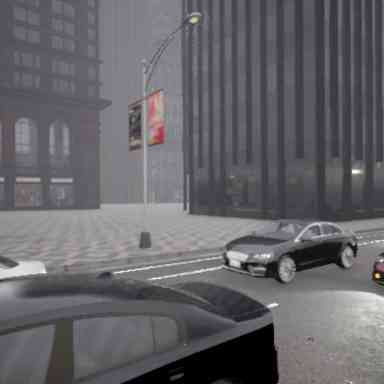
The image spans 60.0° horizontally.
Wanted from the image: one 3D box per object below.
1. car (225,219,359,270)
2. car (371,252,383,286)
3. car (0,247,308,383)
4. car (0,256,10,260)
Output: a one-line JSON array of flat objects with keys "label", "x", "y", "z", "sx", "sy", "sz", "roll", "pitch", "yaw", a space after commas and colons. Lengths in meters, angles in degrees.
[{"label": "car", "x": 3.074, "y": 1.580, "z": 9.960, "sx": 4.902, "sy": 1.511, "sz": 2.128, "roll": 0, "pitch": -1, "yaw": -36}, {"label": "car", "x": 6.353, "y": 1.649, "z": 8.319, "sx": 4.181, "sy": 1.385, "sz": 1.994, "roll": 1, "pitch": -1, "yaw": -35}, {"label": "car", "x": -1.490, "y": 1.494, "z": 2.594, "sx": 5.008, "sy": 1.535, "sz": 1.882, "roll": 1, "pitch": -1, "yaw": -34}, {"label": "car", "x": -4.394, "y": 1.548, "z": 4.499, "sx": 4.674, "sy": 1.442, "sz": 1.812, "roll": 1, "pitch": -1, "yaw": -36}]
